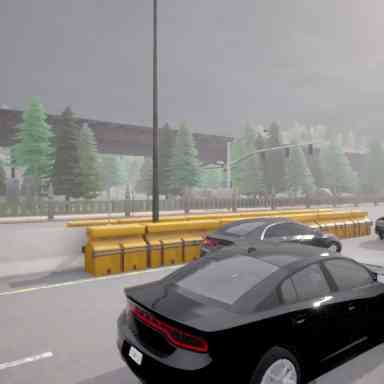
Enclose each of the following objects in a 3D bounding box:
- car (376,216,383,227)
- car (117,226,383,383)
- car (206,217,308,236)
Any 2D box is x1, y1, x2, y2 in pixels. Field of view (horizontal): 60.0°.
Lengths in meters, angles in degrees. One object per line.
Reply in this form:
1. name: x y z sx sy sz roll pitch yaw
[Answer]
1. car: 10.455 1.492 15.517 4.902 1.511 2.128 0 0 -36
2. car: 1.450 1.478 4.782 5.008 1.535 1.882 0 0 -36
3. car: 2.490 1.506 9.828 4.892 1.490 1.837 0 0 -35
